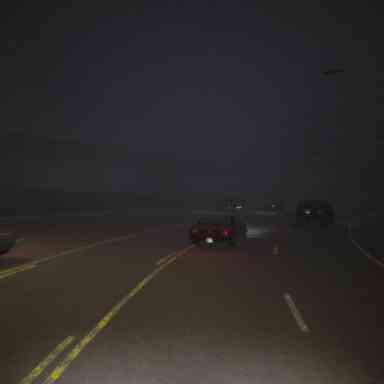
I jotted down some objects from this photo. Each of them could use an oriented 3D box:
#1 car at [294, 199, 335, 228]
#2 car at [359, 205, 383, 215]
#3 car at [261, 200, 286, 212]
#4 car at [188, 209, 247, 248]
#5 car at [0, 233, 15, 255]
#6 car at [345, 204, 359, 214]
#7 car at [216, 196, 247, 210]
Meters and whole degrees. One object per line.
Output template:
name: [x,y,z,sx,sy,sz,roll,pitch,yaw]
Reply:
car: [9.524,1.572,25.652,2.150,2.045,5.566,0,-1,31]
car: [26.781,2.645,49.010,1.812,1.442,4.674,0,-3,45]
car: [11.644,1.925,47.341,2.097,1.767,4.553,1,-1,38]
car: [1.402,1.681,15.532,1.895,1.301,4.718,2,0,18]
car: [-6.577,1.392,7.953,1.895,1.301,4.718,2,0,8]
car: [26.557,2.733,53.937,5.008,1.535,1.882,4,-3,-43]
car: [5.421,1.589,44.806,2.150,2.045,5.566,1,-1,35]
